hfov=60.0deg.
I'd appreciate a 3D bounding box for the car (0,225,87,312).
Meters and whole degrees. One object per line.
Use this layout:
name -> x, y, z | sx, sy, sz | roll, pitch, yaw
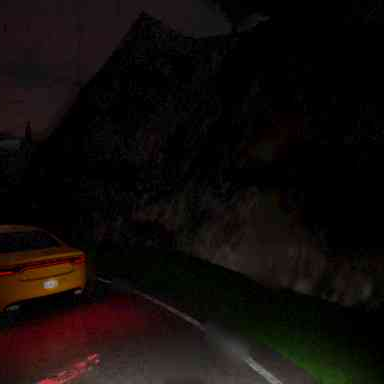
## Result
car -> -4.347, 1.478, 7.518 | 5.008, 1.535, 1.882 | 0, 0, 42
